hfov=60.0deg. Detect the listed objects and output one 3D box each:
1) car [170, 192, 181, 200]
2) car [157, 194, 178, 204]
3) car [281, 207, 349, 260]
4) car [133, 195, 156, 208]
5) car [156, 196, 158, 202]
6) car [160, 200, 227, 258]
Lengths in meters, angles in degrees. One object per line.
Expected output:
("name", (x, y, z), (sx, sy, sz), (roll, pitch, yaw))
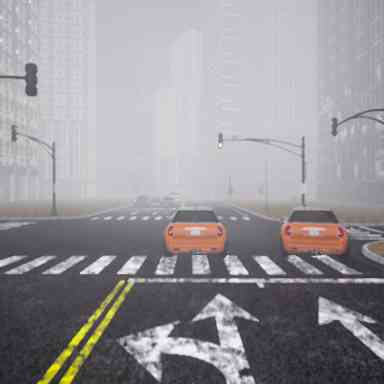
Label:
("car", (-3.180, 1.004, 60.816), (2.150, 2.045, 5.566), (0, 0, 0))
("car", (-3.211, 1.377, 44.914), (1.812, 1.442, 4.674), (0, 0, 0))
("car", (4.515, 1.328, 12.587), (2.097, 1.767, 4.553), (0, 0, 18))
("car", (-6.464, 1.206, 44.383), (2.097, 1.767, 4.553), (0, 0, 0))
("car", (-6.442, 1.348, 60.384), (1.994, 1.385, 4.181), (0, 0, 0))
("car", (0.122, 1.330, 12.735), (2.097, 1.767, 4.553), (0, 0, 0))
